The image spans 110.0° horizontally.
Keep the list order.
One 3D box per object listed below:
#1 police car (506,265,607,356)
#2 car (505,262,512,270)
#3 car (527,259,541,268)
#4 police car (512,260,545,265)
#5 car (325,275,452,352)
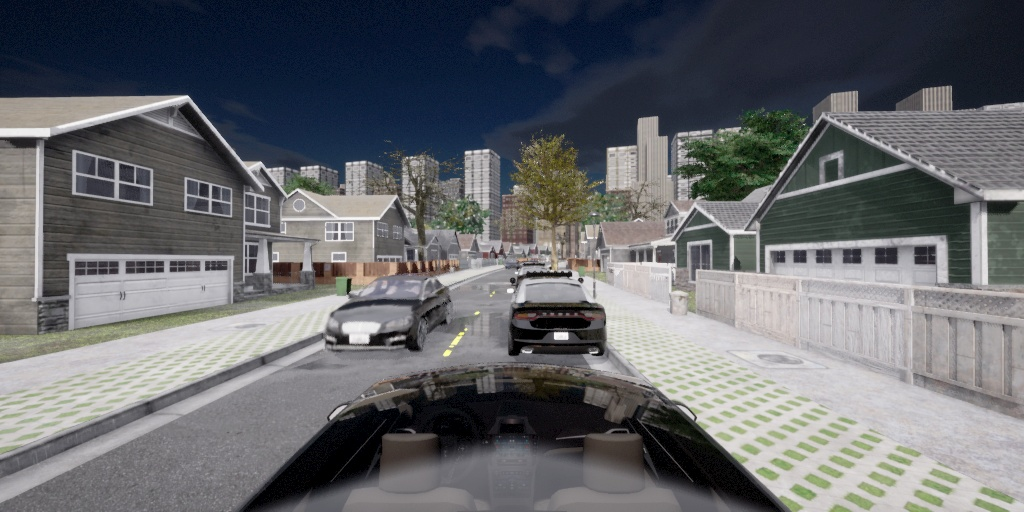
[{"bbox_3d":[0.891,1.177,8.762,1.930,1.638,5.238,0,0,1],"label":"police car"},{"bbox_3d":[0.125,1.356,53.206,1.994,1.385,4.181,0,0,6],"label":"car"},{"bbox_3d":[3.850,1.294,62.527,2.128,1.511,4.902,0,0,8],"label":"car"},{"bbox_3d":[1.166,1.182,18.715,1.930,1.638,5.238,0,0,2],"label":"police car"},{"bbox_3d":[-2.744,1.244,8.993,2.128,1.511,4.902,0,0,1],"label":"car"}]
